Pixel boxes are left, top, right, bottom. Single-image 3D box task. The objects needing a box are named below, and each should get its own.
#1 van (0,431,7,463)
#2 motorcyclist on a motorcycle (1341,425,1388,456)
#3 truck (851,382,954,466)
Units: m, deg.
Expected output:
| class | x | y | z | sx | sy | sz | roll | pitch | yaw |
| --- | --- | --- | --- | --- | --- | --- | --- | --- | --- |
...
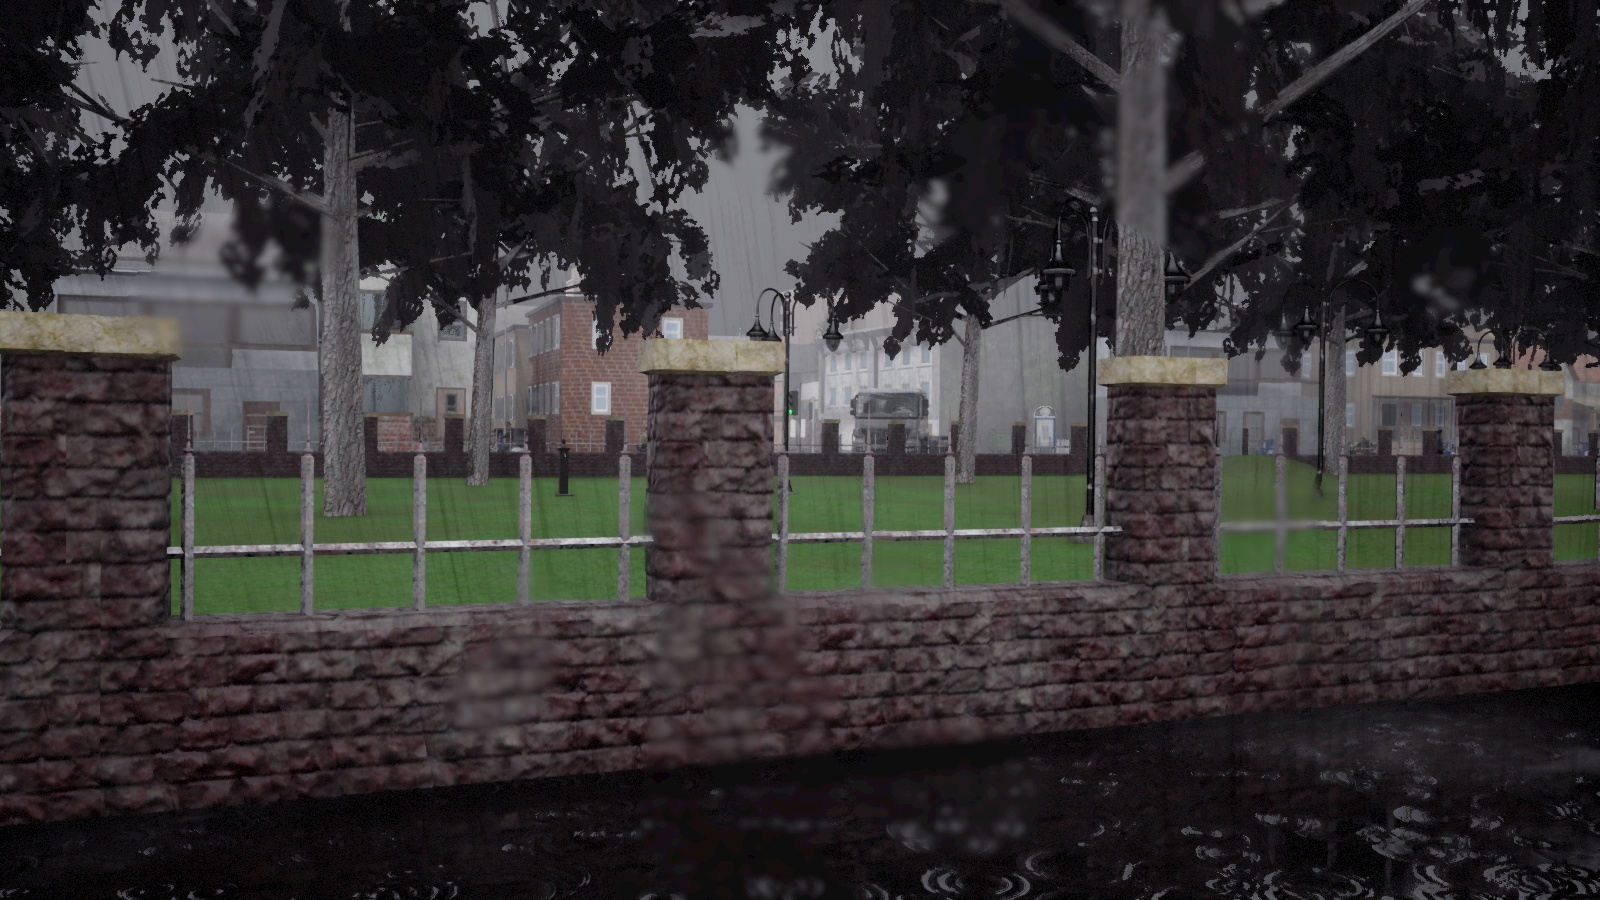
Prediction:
| class | x | y | z | sx | sy | sz | roll | pitch | yaw |
| --- | --- | --- | --- | --- | --- | --- | --- | --- | --- |
| van | -50.693 | -0.168 | 77.829 | 1.775 | 1.987 | 4.442 | -1 | 1 | -21 |
| motorcyclist on a motorcycle | 28.501 | -0.507 | 63.443 | 2.191 | 1.530 | 0.866 | -1 | 1 | -21 |
| truck | 4.691 | -1.142 | 55.774 | 2.891 | 3.462 | 7.936 | 0 | 1 | 17 |
